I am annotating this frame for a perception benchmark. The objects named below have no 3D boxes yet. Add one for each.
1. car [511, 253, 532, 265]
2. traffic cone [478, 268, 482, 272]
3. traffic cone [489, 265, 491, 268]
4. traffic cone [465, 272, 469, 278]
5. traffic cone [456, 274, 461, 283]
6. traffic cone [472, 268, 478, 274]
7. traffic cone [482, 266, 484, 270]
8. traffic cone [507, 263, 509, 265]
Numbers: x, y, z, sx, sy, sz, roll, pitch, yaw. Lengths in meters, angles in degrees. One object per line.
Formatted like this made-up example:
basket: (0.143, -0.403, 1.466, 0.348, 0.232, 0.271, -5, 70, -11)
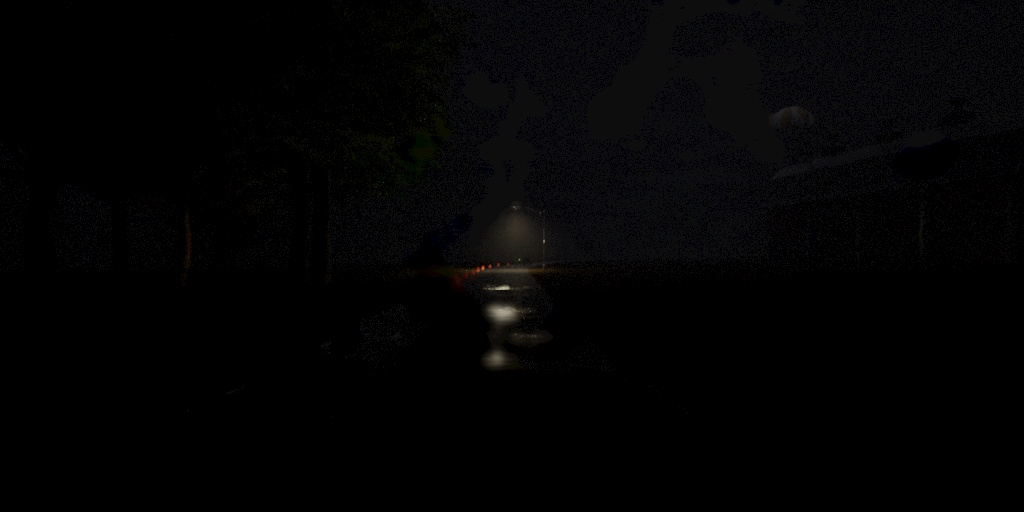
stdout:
car: (1.688, 0.516, 61.574, 2.150, 2.045, 5.566, 0, 1, 20)
traffic cone: (-3.849, 1.485, 40.678, 0.340, 0.580, 0.340, 0, 0, 0)
traffic cone: (-3.148, 1.395, 51.019, 0.340, 0.580, 0.340, 0, 0, 9)
traffic cone: (-3.849, 1.570, 30.678, 0.340, 0.580, 0.340, 0, 0, 0)
traffic cone: (-3.849, 1.612, 25.679, 0.340, 0.580, 0.340, 0, 0, 0)
traffic cone: (-3.849, 1.527, 35.678, 0.340, 0.580, 0.340, 0, 0, 0)
traffic cone: (-3.718, 1.442, 45.838, 0.340, 0.580, 0.340, 0, 0, 4)
traffic cone: (-0.675, 1.264, 61.137, 0.340, 0.580, 0.340, 0, 0, 19)
